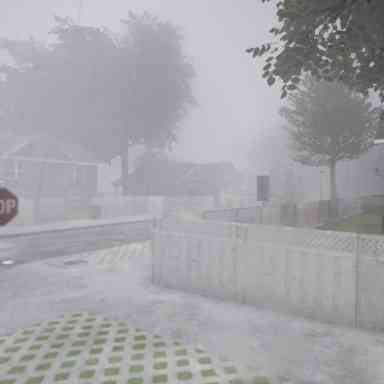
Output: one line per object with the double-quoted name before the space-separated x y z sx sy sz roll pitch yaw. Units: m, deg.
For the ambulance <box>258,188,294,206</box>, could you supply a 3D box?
"ambulance" 9.603 0.776 37.966 2.351 2.431 6.366 0 0 35
